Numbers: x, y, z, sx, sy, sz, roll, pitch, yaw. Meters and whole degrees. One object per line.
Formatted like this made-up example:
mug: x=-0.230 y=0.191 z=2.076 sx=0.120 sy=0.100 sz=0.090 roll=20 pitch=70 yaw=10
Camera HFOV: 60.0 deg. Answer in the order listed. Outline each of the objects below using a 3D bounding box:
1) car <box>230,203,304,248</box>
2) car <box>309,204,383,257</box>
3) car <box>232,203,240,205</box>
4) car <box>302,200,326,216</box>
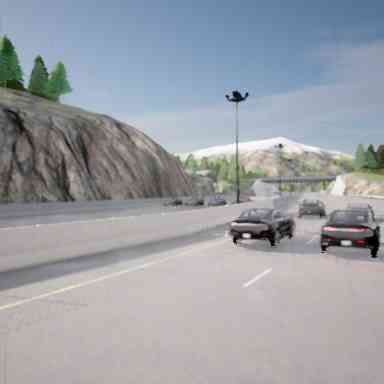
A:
car: x=3.283 y=1.458 z=14.870 sx=2.128 sy=1.511 sz=4.902 roll=0 pitch=0 yaw=30
car: x=6.194 y=1.436 z=12.899 sx=2.128 sy=1.511 sz=4.902 roll=0 pitch=0 yaw=30
car: x=7.302 y=1.266 z=48.975 sx=2.097 sy=1.767 sz=4.553 roll=0 pitch=0 yaw=20
car: x=10.387 y=1.395 z=28.677 sx=2.128 sy=1.511 sz=4.902 roll=0 pitch=0 yaw=25
